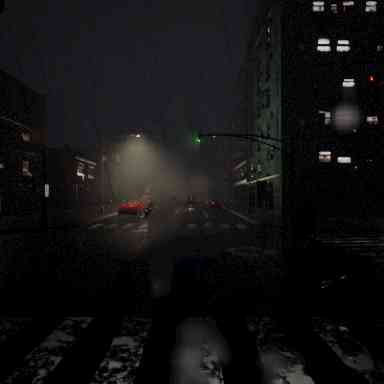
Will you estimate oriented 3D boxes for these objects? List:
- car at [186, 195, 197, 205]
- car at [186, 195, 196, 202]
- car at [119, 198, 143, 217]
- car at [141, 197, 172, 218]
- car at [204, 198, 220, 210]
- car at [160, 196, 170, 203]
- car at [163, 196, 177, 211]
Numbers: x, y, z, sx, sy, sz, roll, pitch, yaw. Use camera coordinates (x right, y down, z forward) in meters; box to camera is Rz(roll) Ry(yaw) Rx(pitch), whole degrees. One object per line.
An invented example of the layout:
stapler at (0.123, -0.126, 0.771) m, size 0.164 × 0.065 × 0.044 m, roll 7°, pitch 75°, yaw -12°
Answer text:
car at (-0.143, 1.562, 59.591) m, size 2.033 × 1.411 × 5.357 m, roll 0°, pitch 0°, yaw 0°
car at (-0.169, 1.390, 70.017) m, size 2.033 × 1.411 × 5.357 m, roll 0°, pitch 0°, yaw 0°
car at (-5.830, 1.553, 31.907) m, size 1.887 × 1.381 × 4.507 m, roll 1°, pitch 0°, yaw 0°
car at (-3.164, 1.512, 30.414) m, size 1.837 × 1.490 × 4.892 m, roll 0°, pitch 0°, yaw 0°
car at (2.601, 1.450, 43.357) m, size 1.967 × 1.590 × 4.097 m, roll 1°, pitch 0°, yaw 0°
car at (-5.850, 1.601, 71.709) m, size 1.802 × 1.307 × 4.206 m, roll 1°, pitch 0°, yaw 0°
car at (-3.185, 1.487, 40.471) m, size 1.882 × 1.535 × 5.008 m, roll 0°, pitch 0°, yaw 0°
